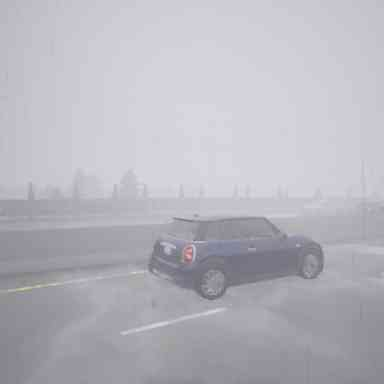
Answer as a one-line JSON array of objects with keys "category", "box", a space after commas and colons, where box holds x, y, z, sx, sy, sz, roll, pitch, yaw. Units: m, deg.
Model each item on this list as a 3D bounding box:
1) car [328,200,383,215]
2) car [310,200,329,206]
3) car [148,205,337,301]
[{"category": "car", "box": [12.206, 1.484, 23.179, 4.902, 1.511, 2.128, 0, 0, -29]}, {"category": "car", "box": [12.247, 1.504, 31.248, 4.674, 1.442, 1.812, 0, 0, -29]}, {"category": "car", "box": [1.270, 1.328, 8.483, 4.553, 1.767, 2.097, 0, 0, -32]}]
